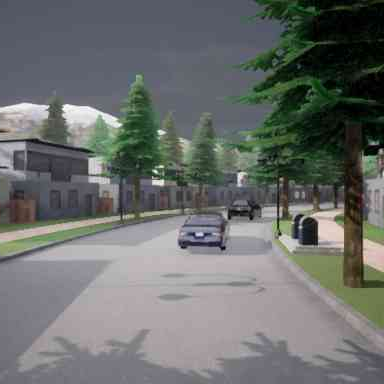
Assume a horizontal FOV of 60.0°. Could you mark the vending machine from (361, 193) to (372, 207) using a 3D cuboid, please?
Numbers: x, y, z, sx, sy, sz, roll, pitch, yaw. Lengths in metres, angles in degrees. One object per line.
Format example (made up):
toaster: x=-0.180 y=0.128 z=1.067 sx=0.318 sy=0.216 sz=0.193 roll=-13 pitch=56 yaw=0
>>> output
vending machine: x=25.846 y=1.195 z=49.312 sx=0.880 sy=2.100 sz=1.100 roll=0 pitch=0 yaw=-37

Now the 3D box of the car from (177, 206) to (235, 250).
car: x=0.641 y=1.563 z=14.358 sx=2.033 sy=1.411 sz=5.357 roll=0 pitch=0 yaw=9

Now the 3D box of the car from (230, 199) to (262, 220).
car: x=4.566 y=1.366 z=28.308 sx=2.097 sy=1.767 sz=4.553 roll=0 pitch=0 yaw=23
